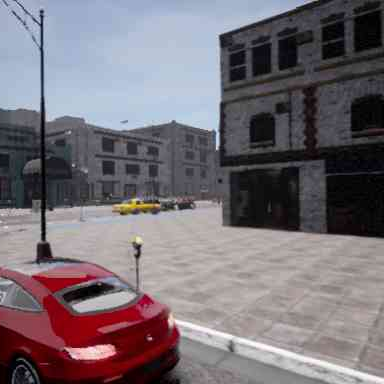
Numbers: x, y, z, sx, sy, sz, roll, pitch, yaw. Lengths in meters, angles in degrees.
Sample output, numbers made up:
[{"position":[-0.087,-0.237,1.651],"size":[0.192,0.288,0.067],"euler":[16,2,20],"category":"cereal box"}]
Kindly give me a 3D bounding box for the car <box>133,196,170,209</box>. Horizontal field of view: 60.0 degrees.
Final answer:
[{"position":[-5.000,1.243,41.823],"size":[1.752,1.417,4.829],"euler":[0,0,36],"category":"car"}]

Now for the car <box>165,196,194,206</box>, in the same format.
[{"position":[-1.643,1.246,46.434],"size":[1.802,1.307,4.206],"euler":[0,0,36],"category":"car"}]

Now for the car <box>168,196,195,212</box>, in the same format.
[{"position":[-1.385,1.185,32.554],"size":[2.008,1.369,4.403],"euler":[0,0,36],"category":"car"}]

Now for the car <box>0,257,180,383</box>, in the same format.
[{"position":[-2.081,1.576,4.527],"size":[4.206,1.307,1.802],"euler":[0,-1,36],"category":"car"}]

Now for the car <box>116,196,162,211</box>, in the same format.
[{"position":[-5.723,1.212,36.440],"size":[2.128,1.511,4.902],"euler":[-1,0,36],"category":"car"}]

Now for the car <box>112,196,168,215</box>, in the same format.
[{"position":[-4.542,1.210,28.218],"size":[1.752,1.417,4.829],"euler":[0,0,36],"category":"car"}]

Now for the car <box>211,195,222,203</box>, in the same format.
[{"position":[4.871,1.143,55.380],"size":[1.802,1.307,4.206],"euler":[0,0,36],"category":"car"}]
